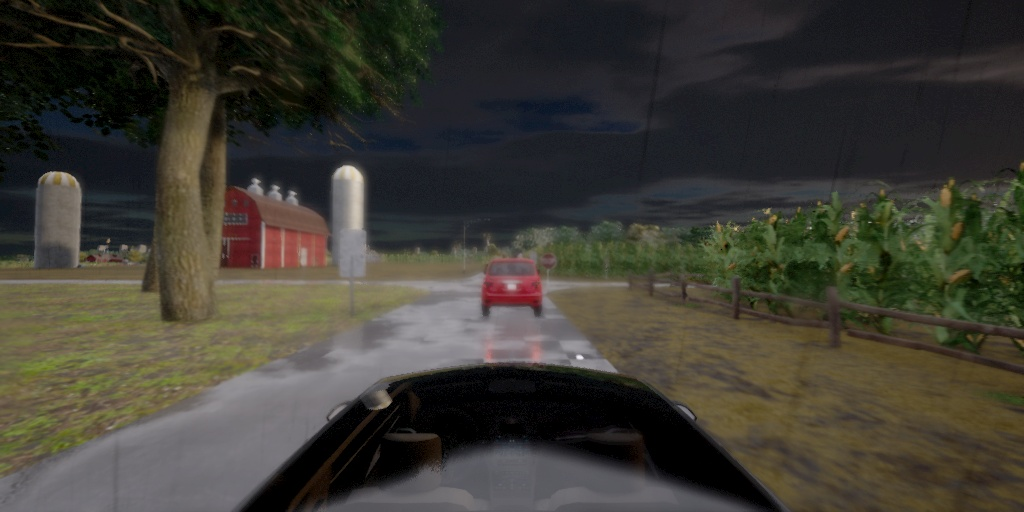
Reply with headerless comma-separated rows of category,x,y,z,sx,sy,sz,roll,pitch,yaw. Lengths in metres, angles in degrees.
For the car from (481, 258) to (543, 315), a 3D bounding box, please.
car,-0.008,1.116,14.442,2.150,2.045,5.566,0,0,0
